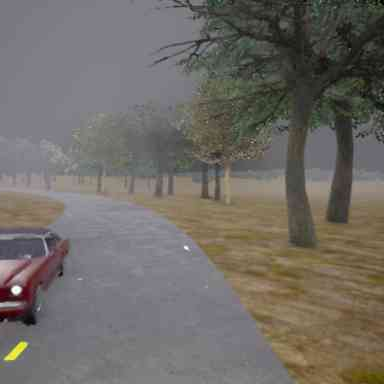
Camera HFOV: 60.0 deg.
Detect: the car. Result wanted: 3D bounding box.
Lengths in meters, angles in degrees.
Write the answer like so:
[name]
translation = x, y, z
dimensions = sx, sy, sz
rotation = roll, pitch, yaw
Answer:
[car]
translation = -3.731, 1.465, 6.752
dimensions = 1.895, 1.301, 4.718
rotation = 0, 1, -13
